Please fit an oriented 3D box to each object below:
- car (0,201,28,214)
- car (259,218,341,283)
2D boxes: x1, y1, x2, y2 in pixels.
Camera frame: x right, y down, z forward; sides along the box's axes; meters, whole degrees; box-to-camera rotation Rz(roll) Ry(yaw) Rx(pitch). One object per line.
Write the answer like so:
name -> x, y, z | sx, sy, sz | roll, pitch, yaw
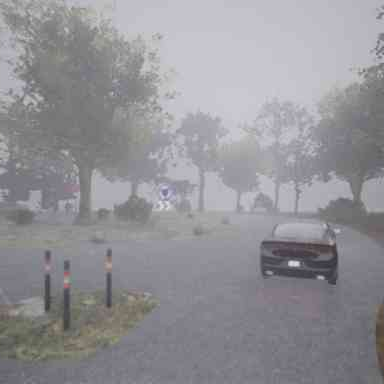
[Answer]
car -> -18.718, 1.605, 32.357 | 2.033, 1.411, 5.357 | 0, 0, 32
car -> 3.349, 1.527, 10.044 | 1.882, 1.535, 5.008 | 0, 0, 23
